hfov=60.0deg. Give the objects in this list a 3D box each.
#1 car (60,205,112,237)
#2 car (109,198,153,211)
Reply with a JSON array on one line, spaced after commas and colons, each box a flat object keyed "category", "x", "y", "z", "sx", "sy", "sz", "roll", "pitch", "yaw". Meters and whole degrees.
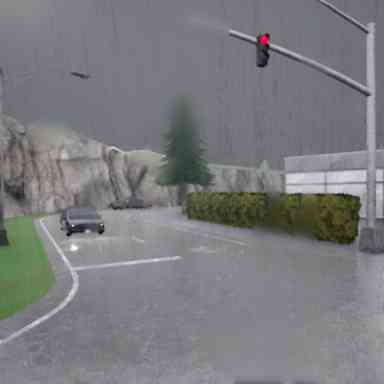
[{"category": "car", "x": -6.213, "y": 1.516, "z": 18.478, "sx": 2.033, "sy": 1.411, "sz": 5.357, "roll": 0, "pitch": 0, "yaw": -26}, {"category": "car", "x": -7.190, "y": 1.441, "z": 39.265, "sx": 5.357, "sy": 1.411, "sz": 2.033, "roll": -1, "pitch": 0, "yaw": -44}]
